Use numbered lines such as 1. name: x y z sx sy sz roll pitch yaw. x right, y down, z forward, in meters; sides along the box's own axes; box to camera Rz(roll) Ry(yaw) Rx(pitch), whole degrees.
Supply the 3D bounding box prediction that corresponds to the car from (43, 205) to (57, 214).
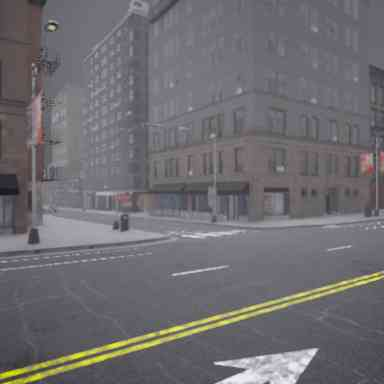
1. car: -23.511 2.801 54.553 1.812 1.442 4.674 0 -1 -35
